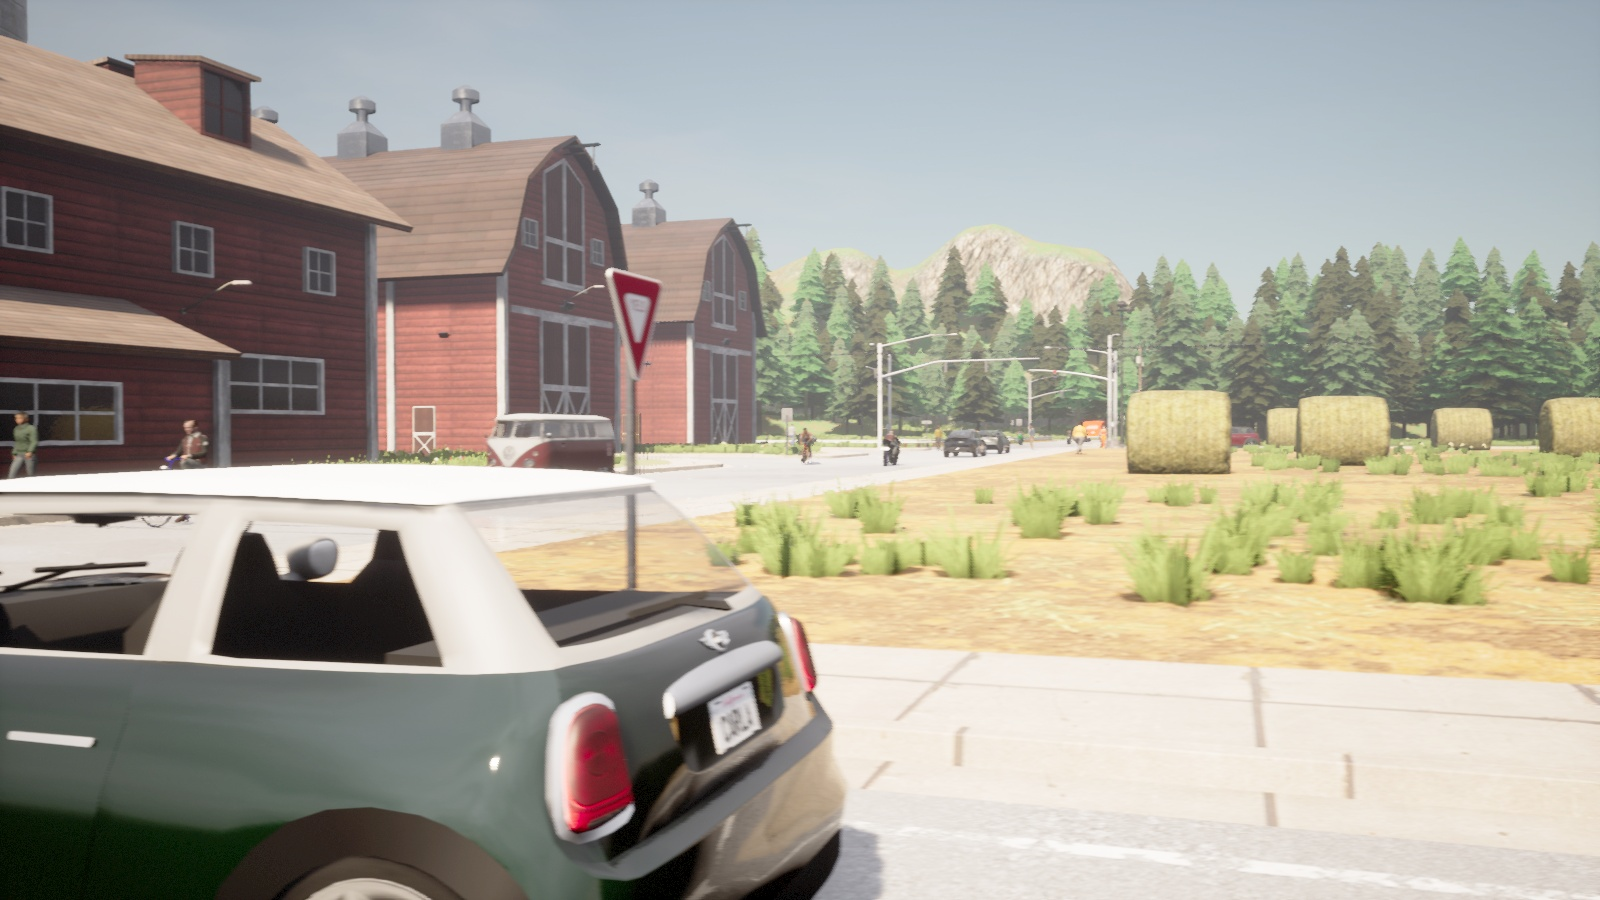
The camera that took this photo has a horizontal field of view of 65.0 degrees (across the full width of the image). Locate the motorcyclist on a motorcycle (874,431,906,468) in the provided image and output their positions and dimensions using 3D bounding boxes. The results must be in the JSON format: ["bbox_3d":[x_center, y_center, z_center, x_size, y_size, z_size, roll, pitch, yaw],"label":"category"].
[{"bbox_3d":[3.841,-0.021,53.473,0.866,1.530,2.191,1,1,18],"label":"motorcyclist on a motorcycle"}]

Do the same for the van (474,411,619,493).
[{"bbox_3d":[-6.487,0.005,32.667,1.775,1.987,4.442,1,1,18],"label":"van"}]

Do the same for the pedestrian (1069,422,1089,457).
[{"bbox_3d":[15.056,-0.576,67.718,0.874,1.855,0.900,1,1,27],"label":"pedestrian"}]

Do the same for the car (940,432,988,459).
[{"bbox_3d":[9.227,-0.287,70.306,1.837,1.490,4.892,1,1,17],"label":"car"}]

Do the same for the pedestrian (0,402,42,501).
[{"bbox_3d":[-14.677,0.028,23.668,0.353,1.847,0.614,0,1,9],"label":"pedestrian"}]

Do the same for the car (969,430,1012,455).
[{"bbox_3d":[12.014,-0.478,79.019,2.007,1.525,4.514,1,1,18],"label":"car"}]

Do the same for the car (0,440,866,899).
[{"bbox_3d":[-1.903,0.723,3.838,3.806,1.475,1.970,1,1,19],"label":"car"}]
